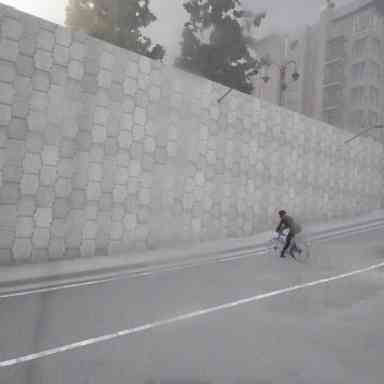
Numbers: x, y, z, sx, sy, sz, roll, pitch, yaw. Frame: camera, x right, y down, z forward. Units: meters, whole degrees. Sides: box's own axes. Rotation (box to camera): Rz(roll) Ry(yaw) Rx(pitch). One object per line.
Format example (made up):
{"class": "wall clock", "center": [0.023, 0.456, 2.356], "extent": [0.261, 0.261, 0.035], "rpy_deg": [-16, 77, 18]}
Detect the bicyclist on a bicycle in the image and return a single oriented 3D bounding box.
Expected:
{"class": "bicyclist on a bicycle", "center": [3.085, 1.420, 10.826], "extent": [0.582, 1.620, 1.656], "rpy_deg": [0, -2, -35]}
